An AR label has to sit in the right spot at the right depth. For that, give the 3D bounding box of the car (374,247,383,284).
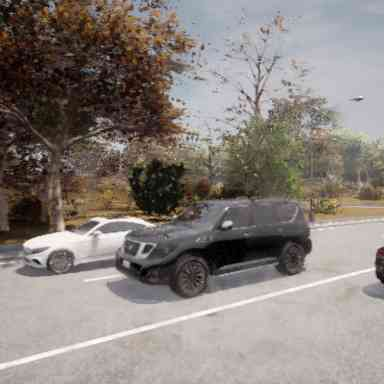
[{"bbox_3d":[6.224,1.508,8.042,4.674,1.442,1.812,0,0,-35],"label":"car"}]

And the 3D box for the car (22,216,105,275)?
[{"bbox_3d":[-2.767,1.514,10.560,4.674,1.442,1.812,0,0,-35],"label":"car"}]

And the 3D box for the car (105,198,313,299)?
[{"bbox_3d":[0.843,1.209,8.822,5.566,2.045,2.150,0,0,-35],"label":"car"}]
